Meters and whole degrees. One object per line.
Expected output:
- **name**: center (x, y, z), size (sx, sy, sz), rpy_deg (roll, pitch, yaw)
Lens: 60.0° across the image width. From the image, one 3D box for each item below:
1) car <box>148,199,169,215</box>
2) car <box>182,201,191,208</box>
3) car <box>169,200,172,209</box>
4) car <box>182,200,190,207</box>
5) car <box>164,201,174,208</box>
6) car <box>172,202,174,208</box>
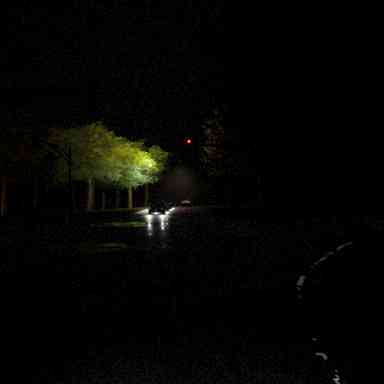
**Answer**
- **car**: center (-4.153, 1.902, 40.058), size (1.837, 1.490, 4.892), rpy_deg (0, -1, -1)
- **car**: center (-1.130, 2.602, 69.596), size (1.895, 1.301, 4.718), rpy_deg (0, -2, -2)
- **car**: center (-4.353, 2.079, 49.051), size (1.812, 1.442, 4.674), rpy_deg (0, -1, -1)
- **car**: center (-1.473, 2.824, 80.614), size (1.882, 1.535, 5.008), rpy_deg (0, -2, -1)
- **car**: center (-4.707, 2.565, 68.213), size (1.895, 1.301, 4.718), rpy_deg (0, -2, -1)
- **car**: center (-4.545, 2.073, 57.983), size (2.097, 1.767, 4.553), rpy_deg (0, -1, -1)
